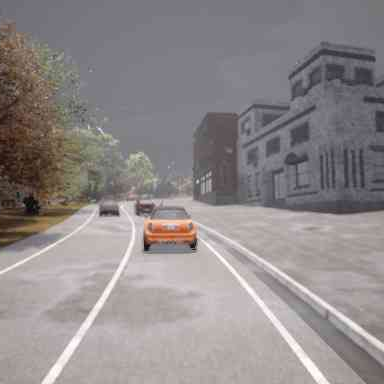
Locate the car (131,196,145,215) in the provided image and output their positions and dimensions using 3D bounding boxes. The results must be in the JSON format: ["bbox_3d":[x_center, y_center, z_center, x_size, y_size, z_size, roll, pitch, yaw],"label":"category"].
[{"bbox_3d":[-4.768,1.478,33.502,1.882,1.535,5.008,1,0,-14],"label":"car"}]

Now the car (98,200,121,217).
[{"bbox_3d":[-7.660,1.495,31.002,2.033,1.411,5.357,1,0,-14],"label":"car"}]

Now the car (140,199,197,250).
[{"bbox_3d":[-1.069,1.382,14.775,2.097,1.767,4.553,0,0,-7],"label":"car"}]

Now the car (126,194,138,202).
[{"bbox_3d":[-12.786,1.240,71.947,1.882,1.535,5.008,-1,0,7],"label":"car"}]
